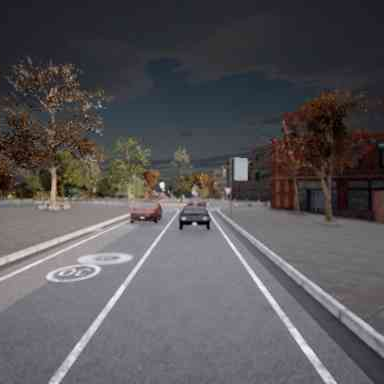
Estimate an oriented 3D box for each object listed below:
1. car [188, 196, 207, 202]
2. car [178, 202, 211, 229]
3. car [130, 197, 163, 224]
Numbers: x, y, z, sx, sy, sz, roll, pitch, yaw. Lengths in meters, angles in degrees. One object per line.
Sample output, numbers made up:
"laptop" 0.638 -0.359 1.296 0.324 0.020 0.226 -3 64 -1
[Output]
"car" 0.598 1.247 36.990 2.097 1.767 4.553 0 0 5
"car" 0.160 1.542 21.285 1.895 1.301 4.718 0 0 0
"car" -3.218 1.410 24.286 1.882 1.535 5.008 0 0 1
